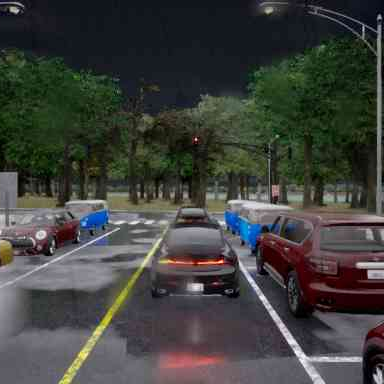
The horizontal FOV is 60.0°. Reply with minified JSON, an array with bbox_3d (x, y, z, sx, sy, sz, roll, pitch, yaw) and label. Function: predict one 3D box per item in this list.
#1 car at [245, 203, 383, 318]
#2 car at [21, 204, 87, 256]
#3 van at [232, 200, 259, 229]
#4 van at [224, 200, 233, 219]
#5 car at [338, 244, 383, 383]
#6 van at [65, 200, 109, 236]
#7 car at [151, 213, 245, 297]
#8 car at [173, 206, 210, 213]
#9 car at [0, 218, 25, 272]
[{"bbox_3d":[2.759,1.315,7.364,2.192,1.841,5.009,0,0,0],"label":"car"},{"bbox_3d":[-5.769,1.441,12.797,1.967,1.590,4.097,0,0,0],"label":"car"},{"bbox_3d":[2.756,1.342,12.801,1.690,1.788,3.998,0,0,0],"label":"van"},{"bbox_3d":[2.753,1.342,18.239,1.690,1.788,3.998,0,0,0],"label":"van"},{"bbox_3d":[2.762,1.440,1.926,1.967,1.590,4.097,0,0,0],"label":"car"},{"bbox_3d":[-5.772,1.342,18.235,1.690,1.788,3.998,0,0,0],"label":"van"},{"bbox_3d":[0.073,1.505,8.535,1.837,1.490,4.892,0,0,0],"label":"car"},{"bbox_3d":[0.003,1.506,17.939,1.837,1.490,4.892,0,0,-1],"label":"car"},{"bbox_3d":[-5.766,1.525,7.190,1.752,1.417,4.829,0,0,0],"label":"car"}]
